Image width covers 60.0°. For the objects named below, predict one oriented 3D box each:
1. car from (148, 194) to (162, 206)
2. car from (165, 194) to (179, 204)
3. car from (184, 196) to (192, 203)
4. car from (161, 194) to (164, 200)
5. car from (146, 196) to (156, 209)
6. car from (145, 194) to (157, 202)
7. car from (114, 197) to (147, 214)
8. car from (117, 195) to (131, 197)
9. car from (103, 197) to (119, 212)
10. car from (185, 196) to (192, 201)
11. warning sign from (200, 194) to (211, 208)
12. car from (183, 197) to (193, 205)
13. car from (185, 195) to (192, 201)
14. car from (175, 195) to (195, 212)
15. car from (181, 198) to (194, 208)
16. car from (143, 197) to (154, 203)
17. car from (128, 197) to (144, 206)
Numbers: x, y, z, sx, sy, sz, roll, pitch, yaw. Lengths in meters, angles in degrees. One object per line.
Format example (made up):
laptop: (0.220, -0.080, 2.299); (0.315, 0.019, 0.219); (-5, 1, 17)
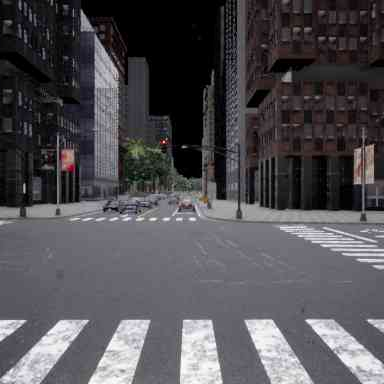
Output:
car: (-6.549, 1.551, 55.571); (1.837, 1.490, 4.892); (0, 0, 0)
car: (-3.422, 1.612, 63.207); (2.033, 1.411, 5.357); (0, 0, -1)
car: (-0.804, 1.612, 71.714); (1.752, 1.417, 4.829); (0, 0, 0)
car: (-9.431, 1.449, 87.777); (2.192, 1.841, 5.009); (0, 0, 0)
car: (-6.506, 1.586, 45.378); (1.994, 1.385, 4.181); (0, 0, -1)
car: (-9.363, 1.417, 76.926); (2.192, 1.841, 5.009); (0, 0, 0)
car: (-6.446, 1.548, 35.423); (2.033, 1.411, 5.357); (0, 0, -1)
car: (-9.159, 1.335, 44.370); (2.192, 1.841, 5.009); (0, 0, 0)
car: (-9.124, 1.574, 38.944); (1.947, 1.339, 4.313); (0, 0, 0)
car: (-0.940, 1.695, 93.243); (1.887, 1.381, 4.507); (0, 0, 0)
warning sign: (1.689, 1.132, 42.679); (1.300, 1.860, 1.060); (0, 0, 0)
car: (-0.735, 1.603, 60.694); (1.887, 1.381, 4.507); (0, 0, 0)
car: (-0.905, 1.574, 87.819); (1.967, 1.590, 4.097); (0, 0, 0)
car: (-0.600, 1.448, 38.995); (1.967, 1.590, 4.097); (0, 0, 0)
car: (-0.667, 1.614, 49.844); (1.802, 1.307, 4.206); (0, 0, 0)
car: (-9.328, 1.668, 71.499); (1.802, 1.307, 4.206); (0, 0, 0)
car: (-9.225, 1.570, 55.051); (1.752, 1.417, 4.829); (0, 0, 0)
